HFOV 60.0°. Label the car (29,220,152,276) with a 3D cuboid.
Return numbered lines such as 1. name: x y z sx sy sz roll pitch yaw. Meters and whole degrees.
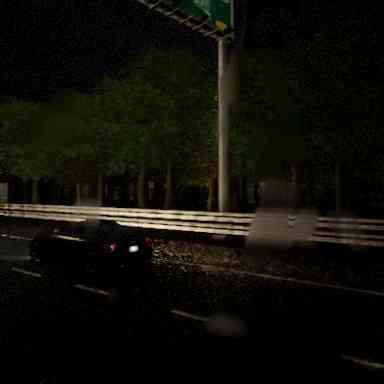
1. car: -3.269 1.569 10.500 4.181 1.385 1.994 0 0 35
